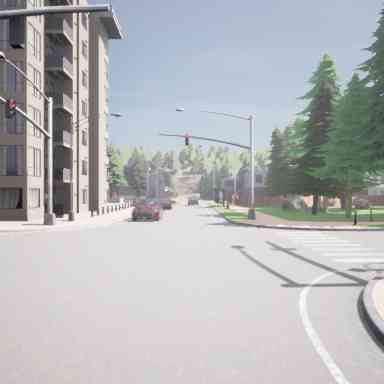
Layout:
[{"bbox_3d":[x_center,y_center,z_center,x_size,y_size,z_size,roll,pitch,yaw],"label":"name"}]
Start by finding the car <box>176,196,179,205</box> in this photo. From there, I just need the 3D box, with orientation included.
[{"bbox_3d":[-3.288,1.488,60.394,1.882,1.535,5.008,0,0,0],"label":"car"}]

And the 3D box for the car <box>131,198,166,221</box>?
[{"bbox_3d":[-3.507,1.352,26.707,2.097,1.767,4.553,0,0,0],"label":"car"}]

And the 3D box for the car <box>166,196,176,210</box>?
[{"bbox_3d":[-3.448,1.478,41.991,1.882,1.535,5.008,0,1,0],"label":"car"}]

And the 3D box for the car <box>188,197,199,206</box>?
[{"bbox_3d":[0.196,1.547,55.737,2.033,1.411,5.357,0,0,0],"label":"car"}]
